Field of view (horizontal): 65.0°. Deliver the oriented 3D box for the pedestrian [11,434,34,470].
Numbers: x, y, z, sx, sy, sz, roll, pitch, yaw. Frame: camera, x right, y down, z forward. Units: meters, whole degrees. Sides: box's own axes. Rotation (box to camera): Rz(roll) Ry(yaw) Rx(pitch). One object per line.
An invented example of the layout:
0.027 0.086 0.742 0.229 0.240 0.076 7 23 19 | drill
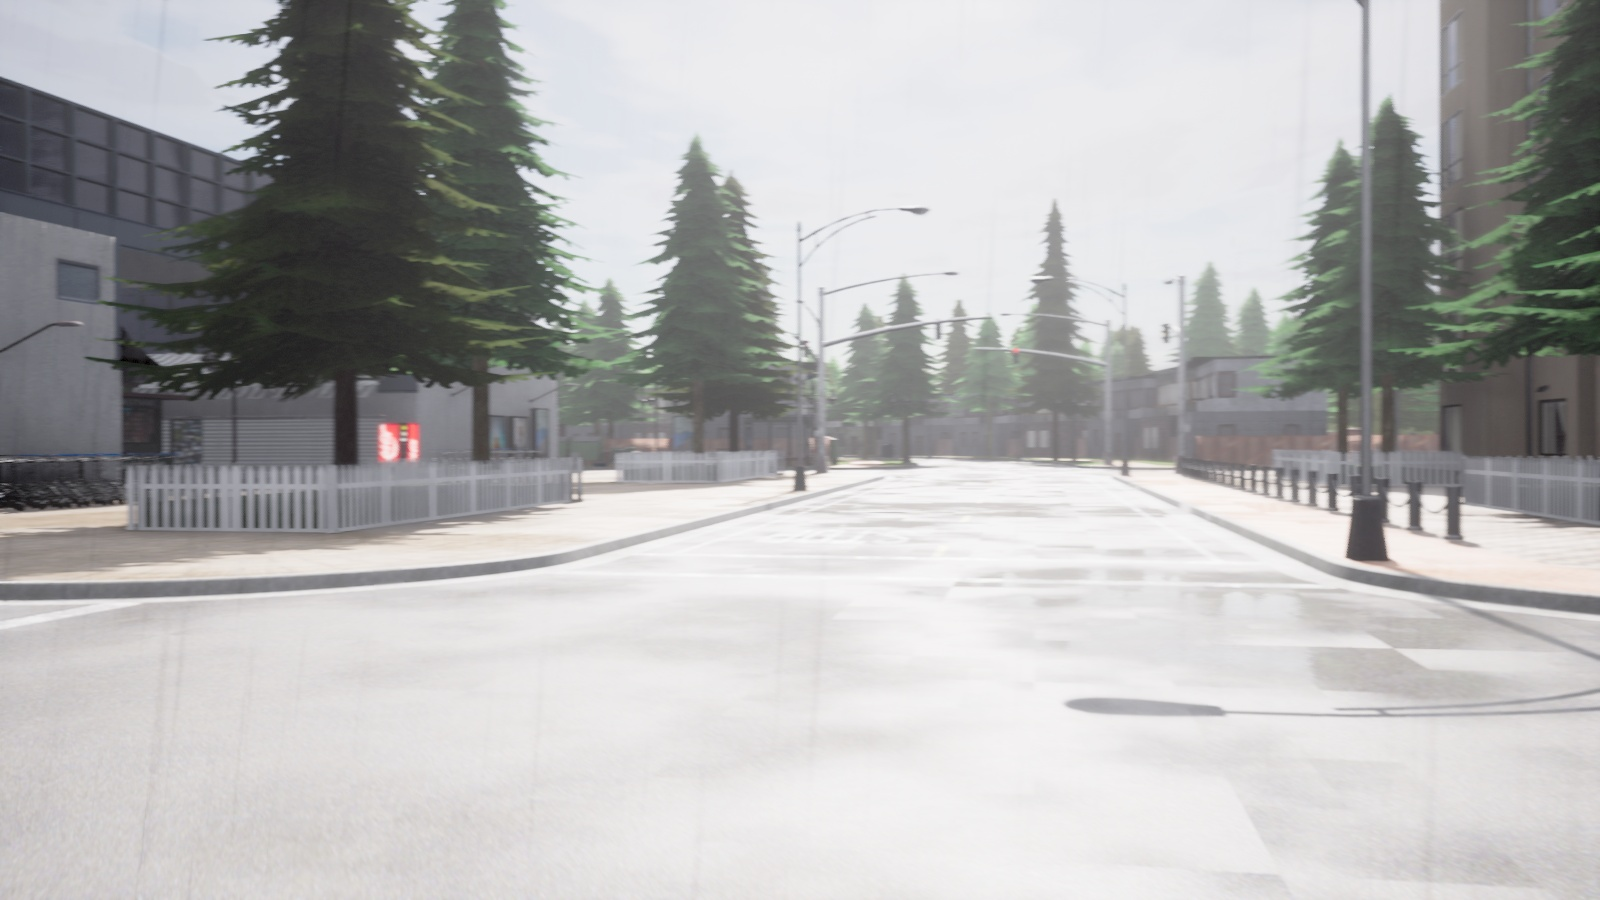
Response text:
-40.242 0.092 64.993 0.849 1.883 0.563 0 0 14 | pedestrian
